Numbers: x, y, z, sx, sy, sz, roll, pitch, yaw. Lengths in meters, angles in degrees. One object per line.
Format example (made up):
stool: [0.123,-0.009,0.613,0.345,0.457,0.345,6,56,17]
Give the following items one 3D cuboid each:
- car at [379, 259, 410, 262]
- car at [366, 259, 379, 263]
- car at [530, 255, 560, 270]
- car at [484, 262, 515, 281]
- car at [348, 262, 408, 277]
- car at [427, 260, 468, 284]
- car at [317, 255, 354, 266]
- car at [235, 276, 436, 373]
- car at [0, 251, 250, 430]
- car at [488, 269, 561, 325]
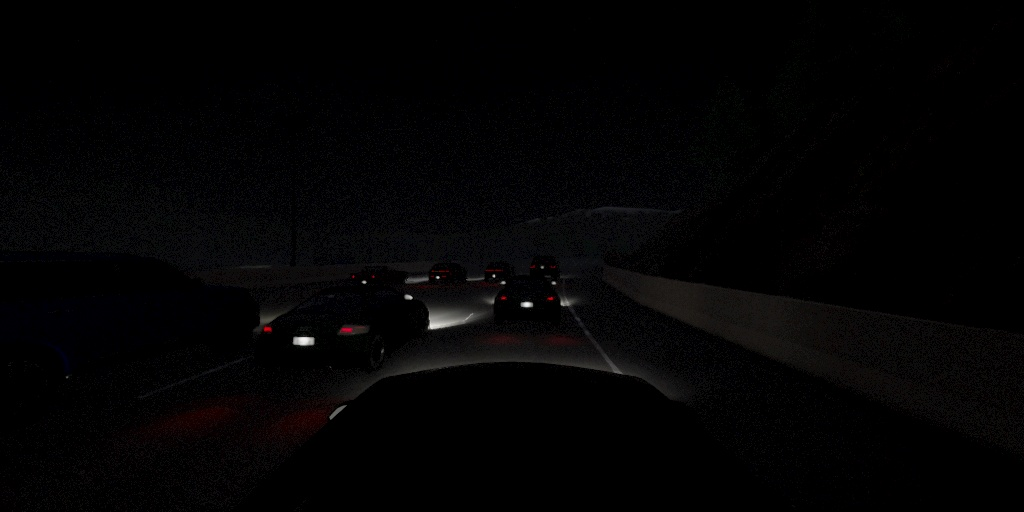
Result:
car: [-17.030,1.165,53.378,2.128,1.511,4.902,0,0,16]
car: [-20.460,1.212,54.143,2.033,1.411,5.357,0,0,16]
car: [2.819,0.960,30.303,2.150,2.045,5.566,0,0,10]
car: [-0.942,1.235,29.004,1.837,1.490,4.892,0,0,9]
car: [-8.778,1.314,24.190,1.895,1.301,4.718,0,0,8]
car: [-4.774,1.226,27.220,1.837,1.490,4.892,0,0,9]
car: [-24.965,0.877,51.026,2.150,2.045,5.566,0,0,15]
car: [-3.186,1.302,7.625,1.994,1.385,4.181,0,0,2]
car: [-6.789,0.952,5.682,2.150,2.045,5.566,0,0,1]
car: [0.542,1.309,11.865,1.994,1.385,4.181,0,0,4]
